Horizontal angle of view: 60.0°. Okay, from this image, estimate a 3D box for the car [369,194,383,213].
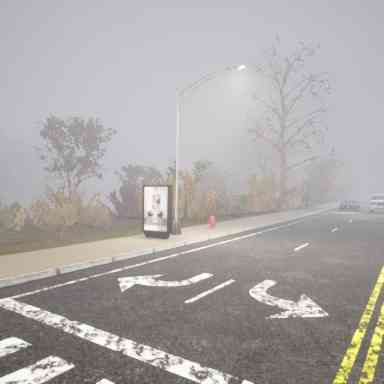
[{"bbox_3d":[21.577,1.263,37.926,2.150,2.045,5.566,0,0,31],"label":"car"}]

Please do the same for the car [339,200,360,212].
[{"bbox_3d":[18.795,1.602,39.607,1.994,1.385,4.181,0,0,31],"label":"car"}]
